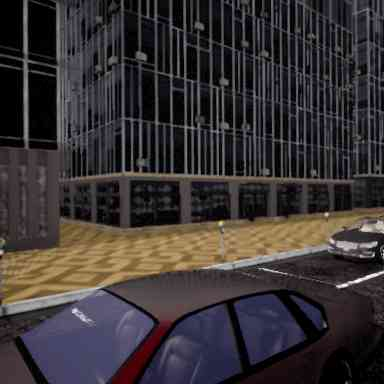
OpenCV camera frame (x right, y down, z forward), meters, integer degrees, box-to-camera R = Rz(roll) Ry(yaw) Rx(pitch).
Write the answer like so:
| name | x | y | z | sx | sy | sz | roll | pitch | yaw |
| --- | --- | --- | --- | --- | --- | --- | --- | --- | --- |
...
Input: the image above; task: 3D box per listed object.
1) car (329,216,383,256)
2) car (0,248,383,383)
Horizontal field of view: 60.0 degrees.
| name | x | y | z | sx | sy | sz | roll | pitch | yaw |
| --- | --- | --- | --- | --- | --- | --- | --- | --- | --- |
| car | 6.550 | 1.545 | 11.751 | 4.403 | 1.369 | 2.008 | 0 | 0 | -38 |
| car | -0.171 | 1.563 | 3.138 | 5.357 | 1.411 | 2.033 | 0 | 0 | -38 |
